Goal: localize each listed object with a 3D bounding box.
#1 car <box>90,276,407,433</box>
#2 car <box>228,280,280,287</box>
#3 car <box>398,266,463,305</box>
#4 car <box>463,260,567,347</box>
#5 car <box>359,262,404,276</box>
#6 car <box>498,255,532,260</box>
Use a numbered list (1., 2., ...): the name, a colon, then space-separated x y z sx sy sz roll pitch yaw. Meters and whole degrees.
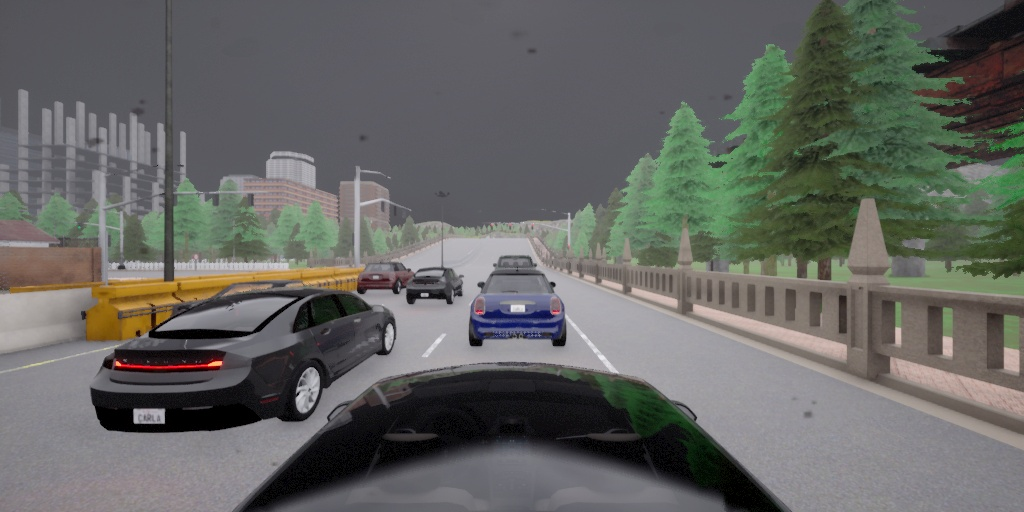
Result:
1. car: -3.386 1.254 5.779 1.837 1.490 4.892 0 0 0
2. car: -6.866 1.349 10.492 1.895 1.301 4.718 0 0 0
3. car: -3.348 1.252 16.187 1.837 1.490 4.892 0 0 0
4. car: 0.125 1.100 9.506 2.097 1.767 4.553 0 0 0
5. car: -6.881 1.098 20.175 2.097 1.767 4.553 0 0 -1
6. car: 0.162 0.968 18.995 2.150 2.045 5.566 0 0 0
